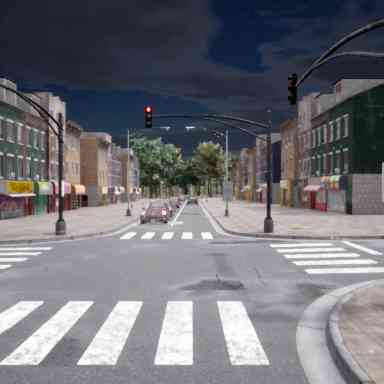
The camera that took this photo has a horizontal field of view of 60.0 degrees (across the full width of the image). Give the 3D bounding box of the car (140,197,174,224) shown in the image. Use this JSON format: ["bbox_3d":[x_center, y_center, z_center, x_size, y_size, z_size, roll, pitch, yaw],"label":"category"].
[{"bbox_3d":[-2.641,1.444,24.583,1.967,1.590,4.097,-1,0,0],"label":"car"}]

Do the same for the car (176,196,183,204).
[{"bbox_3d":[-2.634,1.570,46.322,1.887,1.381,4.507,-1,0,0],"label":"car"}]

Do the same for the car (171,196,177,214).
[{"bbox_3d":[-2.639,1.448,30.018,1.967,1.590,4.097,-1,0,0],"label":"car"}]

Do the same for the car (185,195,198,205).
[{"bbox_3d":[0.114,1.569,59.348,1.812,1.442,4.674,0,0,0],"label":"car"}]

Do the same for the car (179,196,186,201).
[{"bbox_3d":[-2.621,1.678,89.800,1.802,1.307,4.206,-1,0,0],"label":"car"}]

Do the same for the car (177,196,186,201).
[{"bbox_3d":[-2.623,1.651,84.365,1.947,1.339,4.313,-1,0,0],"label":"car"}]

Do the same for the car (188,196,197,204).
[{"bbox_3d":[0.112,1.535,68.463,1.882,1.535,5.008,0,0,0],"label":"car"}]

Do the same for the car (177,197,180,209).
[{"bbox_3d":[-2.636,1.579,35.452,1.947,1.339,4.313,-1,0,0],"label":"car"}]
